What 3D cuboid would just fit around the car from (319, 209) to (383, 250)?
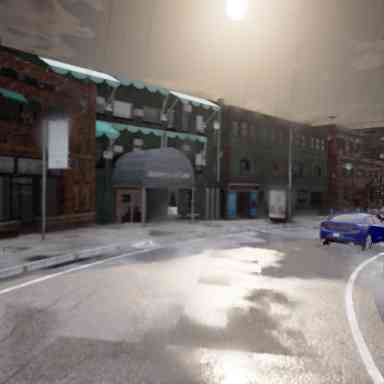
[{"bbox_3d":[7.842,1.716,15.734,5.008,1.535,1.882,2,0,-45],"label":"car"}]
